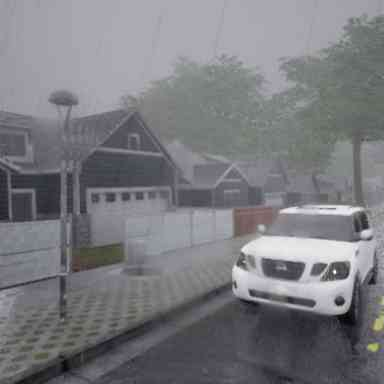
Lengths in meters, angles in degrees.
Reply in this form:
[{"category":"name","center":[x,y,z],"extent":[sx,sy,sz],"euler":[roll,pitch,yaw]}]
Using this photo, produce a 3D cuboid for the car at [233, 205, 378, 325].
[{"category":"car","center":[3.018,1.351,7.921],"extent":[2.150,2.045,5.566],"euler":[-1,-1,34]}]
